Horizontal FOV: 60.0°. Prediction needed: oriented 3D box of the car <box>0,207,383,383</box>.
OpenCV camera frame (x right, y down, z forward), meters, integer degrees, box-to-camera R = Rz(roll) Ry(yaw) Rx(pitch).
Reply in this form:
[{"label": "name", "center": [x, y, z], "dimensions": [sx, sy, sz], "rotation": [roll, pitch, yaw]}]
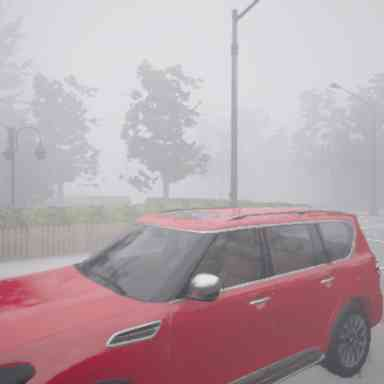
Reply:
[{"label": "car", "center": [0.132, 1.239, 4.064], "dimensions": [5.566, 2.045, 2.150], "rotation": [1, 0, -35]}]
